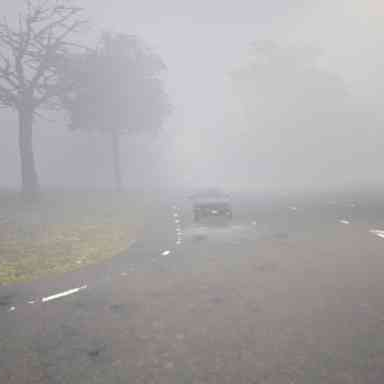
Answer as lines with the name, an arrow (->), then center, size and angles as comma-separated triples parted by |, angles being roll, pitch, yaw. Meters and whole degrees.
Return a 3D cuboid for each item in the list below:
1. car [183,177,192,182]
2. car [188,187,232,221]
car -> -1.146, -3.152, 83.495 | 1.812, 1.442, 4.674 | -2, 3, 2
car -> 0.839, 0.507, 17.770 | 1.882, 1.535, 5.008 | -3, 3, -4
